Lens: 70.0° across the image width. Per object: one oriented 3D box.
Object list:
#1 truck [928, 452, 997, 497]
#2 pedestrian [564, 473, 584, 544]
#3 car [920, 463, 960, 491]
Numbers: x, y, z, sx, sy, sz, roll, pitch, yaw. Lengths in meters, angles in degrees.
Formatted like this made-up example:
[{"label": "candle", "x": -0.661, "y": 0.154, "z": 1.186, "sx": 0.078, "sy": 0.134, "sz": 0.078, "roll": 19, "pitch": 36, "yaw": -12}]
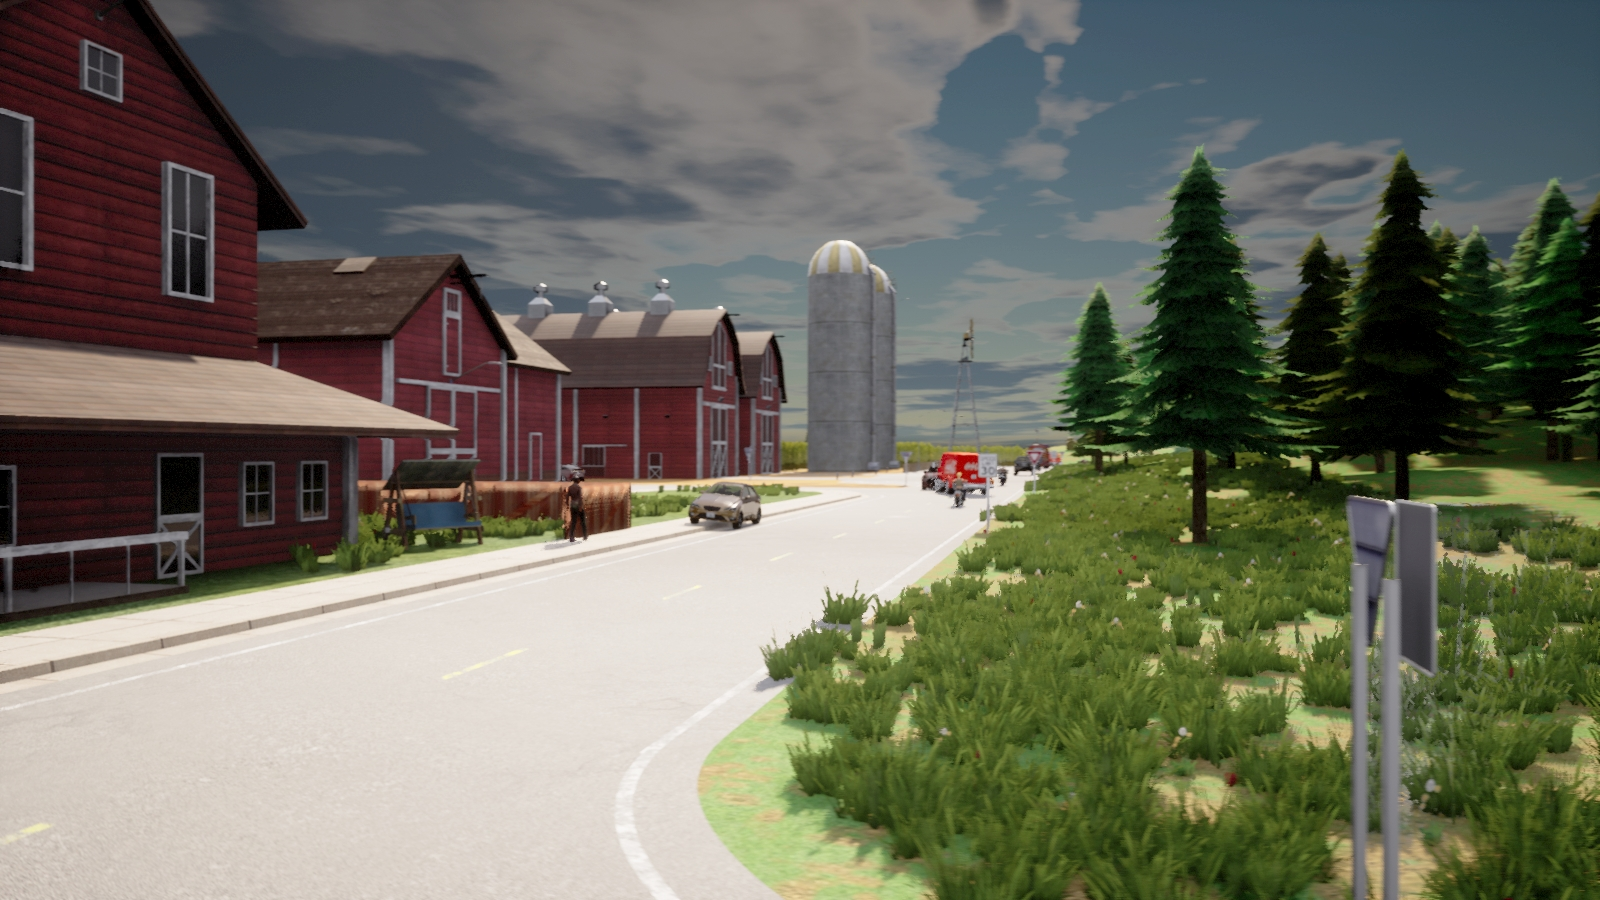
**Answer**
[{"label": "truck", "x": 9.647, "y": 1.408, "z": 68.391, "sx": 2.627, "sy": 2.467, "sz": 5.204, "roll": 2, "pitch": 0, "yaw": -9}, {"label": "pedestrian", "x": -6.012, "y": 1.553, "z": 30.426, "sx": 0.375, "sy": 1.860, "sz": 0.375, "roll": 0, "pitch": 0, "yaw": 16}, {"label": "car", "x": 9.384, "y": 1.771, "z": 76.358, "sx": 2.097, "sy": 1.767, "sz": 4.553, "roll": 0, "pitch": 0, "yaw": 14}]
